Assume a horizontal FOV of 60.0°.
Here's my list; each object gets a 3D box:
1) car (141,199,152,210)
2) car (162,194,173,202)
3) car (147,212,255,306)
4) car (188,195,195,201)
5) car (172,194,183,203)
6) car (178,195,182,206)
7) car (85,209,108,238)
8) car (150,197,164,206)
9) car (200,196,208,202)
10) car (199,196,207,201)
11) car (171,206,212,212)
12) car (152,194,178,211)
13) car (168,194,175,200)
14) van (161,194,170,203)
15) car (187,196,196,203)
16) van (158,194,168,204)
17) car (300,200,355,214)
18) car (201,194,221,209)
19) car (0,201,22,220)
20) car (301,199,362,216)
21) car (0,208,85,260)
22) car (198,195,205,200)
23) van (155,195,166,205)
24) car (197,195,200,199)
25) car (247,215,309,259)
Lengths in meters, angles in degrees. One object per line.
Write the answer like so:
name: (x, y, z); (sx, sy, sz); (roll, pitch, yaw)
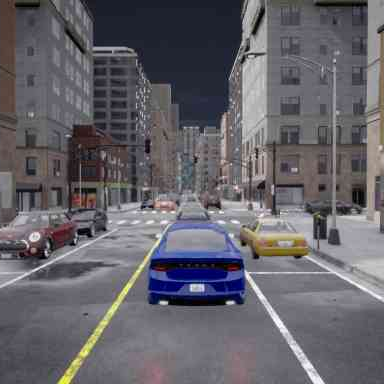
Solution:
car: (-5.746, 1.602, 44.577); (1.947, 1.339, 4.313); (-1, 0, 0)
car: (-5.801, 1.380, 78.092); (2.192, 1.841, 5.009); (-1, 0, 0)
car: (0.084, 1.478, 8.126); (1.882, 1.535, 5.008); (0, 0, 0)
car: (-0.131, 1.538, 84.471); (1.895, 1.301, 4.718); (0, 0, 0)
car: (-3.110, 1.415, 70.193); (2.097, 1.767, 4.553); (0, 0, 0)
car: (-3.173, 1.270, 54.798); (2.150, 2.045, 5.566); (0, 0, 0)
car: (-5.704, 1.571, 17.703); (1.947, 1.339, 4.313); (-1, 0, 0)
car: (-5.764, 1.573, 55.578); (1.752, 1.417, 4.829); (-1, 0, 0)
car: (2.735, 1.590, 78.275); (1.752, 1.417, 4.829); (-1, 0, 0)
car: (2.728, 1.634, 83.691); (1.947, 1.339, 4.313); (-1, 0, 0)
car: (0.073, 1.606, 17.489); (1.895, 1.301, 4.718); (0, 0, 0)
car: (-3.163, 1.382, 39.997); (2.097, 1.767, 4.553); (0, 0, 0)
car: (-5.825, 1.513, 94.849); (1.967, 1.590, 4.097); (-1, 0, 0)
van: (-5.792, 1.403, 72.506); (1.690, 1.788, 3.998); (-1, 0, 0)
car: (-0.115, 1.580, 74.019); (2.128, 1.511, 4.902); (0, 0, 0)
van: (-5.783, 1.399, 66.920); (1.690, 1.788, 3.998); (-1, 0, 0)
car: (13.308, 1.458, 32.848); (4.718, 1.301, 1.895); (-1, 1, -1)
car: (2.777, 1.351, 44.589); (2.192, 1.841, 5.009); (-1, 0, 0)
car: (-18.073, 1.665, 29.486); (5.008, 1.535, 1.882); (-1, 1, -1)
car: (12.592, 1.401, 29.821); (4.892, 1.490, 1.837); (-1, 1, 2)
car: (-5.696, 1.442, 12.207); (1.967, 1.590, 4.097); (-1, 0, 0)
car: (2.714, 1.624, 94.862); (2.008, 1.369, 4.403); (-1, 0, 0)
van: (-5.775, 1.394, 61.334); (1.690, 1.788, 3.998); (-1, 0, 0)
car: (2.747, 1.372, 66.933); (2.192, 1.841, 5.009); (-1, 0, 0)
car: (2.829, 1.527, 12.391); (1.752, 1.417, 4.829); (-1, 0, 0)
